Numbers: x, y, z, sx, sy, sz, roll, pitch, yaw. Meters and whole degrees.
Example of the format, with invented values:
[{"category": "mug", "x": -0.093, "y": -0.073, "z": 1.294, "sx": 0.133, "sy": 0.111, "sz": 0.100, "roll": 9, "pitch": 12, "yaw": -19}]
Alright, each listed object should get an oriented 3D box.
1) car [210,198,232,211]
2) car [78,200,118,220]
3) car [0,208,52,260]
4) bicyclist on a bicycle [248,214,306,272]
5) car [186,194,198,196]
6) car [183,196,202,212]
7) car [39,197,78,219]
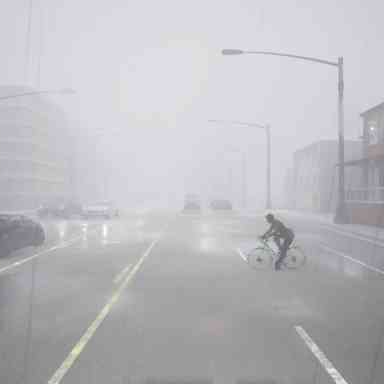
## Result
[{"category": "car", "x": 3.530, "y": 1.502, "z": 38.518, "sx": 1.994, "sy": 1.385, "sz": 4.181, "roll": 0, "pitch": -1, "yaw": 0}, {"category": "car", "x": -7.089, "y": 1.359, "z": 26.247, "sx": 1.812, "sy": 1.442, "sz": 4.674, "roll": 0, "pitch": 0, "yaw": 0}, {"category": "car", "x": -7.100, "y": 1.522, "z": 12.109, "sx": 1.994, "sy": 1.385, "sz": 4.181, "roll": 0, "pitch": 1, "yaw": 0}, {"category": "bicyclist on a bicycle", "x": 2.381, "y": 1.436, "z": 9.398, "sx": 1.656, "sy": 1.620, "sz": 0.582, "roll": -2, "pitch": 0, "yaw": 0}, {"category": "car", "x": 0.011, "y": 1.380, "z": 47.299, "sx": 2.150, "sy": 2.045, "sz": 5.566, "roll": 0, "pitch": -2, "yaw": 1}, {"category": "car", "x": 0.016, "y": 1.440, "z": 37.095, "sx": 1.812, "sy": 1.442, "sz": 4.674, "roll": 0, "pitch": -1, "yaw": 1}, {"category": "car", "x": -10.588, "y": 1.185, "z": 26.976, "sx": 2.097, "sy": 1.767, "sz": 4.553, "roll": 0, "pitch": 0, "yaw": 0}]
